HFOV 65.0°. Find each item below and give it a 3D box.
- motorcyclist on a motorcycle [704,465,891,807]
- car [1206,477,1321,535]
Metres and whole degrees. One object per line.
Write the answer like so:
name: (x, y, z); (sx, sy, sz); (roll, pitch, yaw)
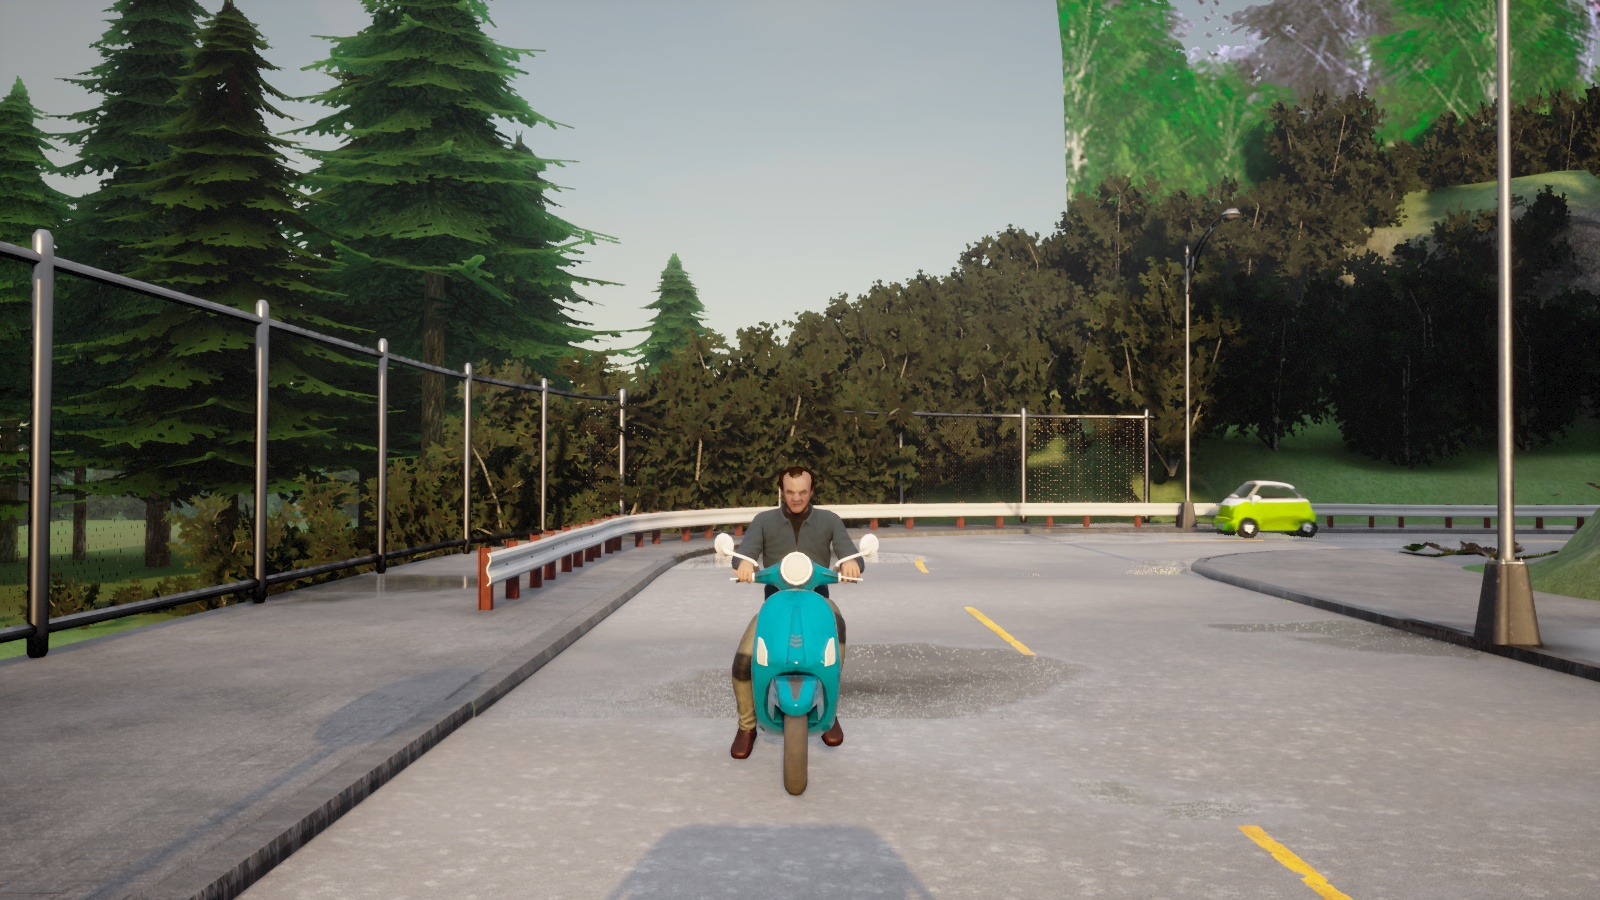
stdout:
motorcyclist on a motorcycle: (-0.012, 0.881, 6.766); (0.866, 1.590, 1.817); (0, -1, 0)
car: (11.241, 1.336, 30.524); (2.207, 1.376, 1.481); (0, -1, -3)
